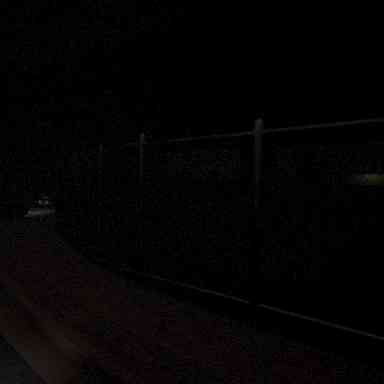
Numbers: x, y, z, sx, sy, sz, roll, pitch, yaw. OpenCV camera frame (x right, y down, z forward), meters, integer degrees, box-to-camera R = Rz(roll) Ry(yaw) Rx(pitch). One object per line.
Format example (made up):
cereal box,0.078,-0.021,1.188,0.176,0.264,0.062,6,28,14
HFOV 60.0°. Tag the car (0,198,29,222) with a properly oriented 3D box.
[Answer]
car,-11.646,1.024,20.156,1.895,1.301,4.718,1,1,-6

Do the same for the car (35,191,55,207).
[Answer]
car,-13.366,0.670,33.178,2.128,1.511,4.902,1,1,17
